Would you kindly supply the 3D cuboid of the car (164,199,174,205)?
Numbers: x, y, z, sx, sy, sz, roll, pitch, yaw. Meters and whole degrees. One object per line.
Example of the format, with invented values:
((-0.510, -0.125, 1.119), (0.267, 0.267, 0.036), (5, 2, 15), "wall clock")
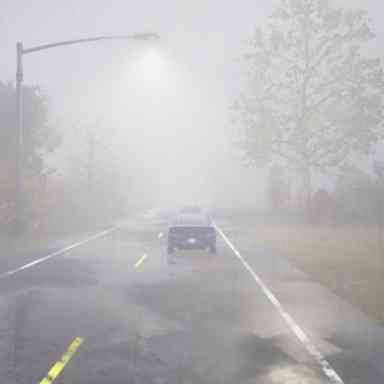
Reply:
((-5.055, 2.162, 72.320), (1.812, 1.442, 4.674), (0, 0, -7), "car")

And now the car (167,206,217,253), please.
((-0.001, 1.614, 14.470), (1.882, 1.535, 5.008), (0, 0, 0), "car")
